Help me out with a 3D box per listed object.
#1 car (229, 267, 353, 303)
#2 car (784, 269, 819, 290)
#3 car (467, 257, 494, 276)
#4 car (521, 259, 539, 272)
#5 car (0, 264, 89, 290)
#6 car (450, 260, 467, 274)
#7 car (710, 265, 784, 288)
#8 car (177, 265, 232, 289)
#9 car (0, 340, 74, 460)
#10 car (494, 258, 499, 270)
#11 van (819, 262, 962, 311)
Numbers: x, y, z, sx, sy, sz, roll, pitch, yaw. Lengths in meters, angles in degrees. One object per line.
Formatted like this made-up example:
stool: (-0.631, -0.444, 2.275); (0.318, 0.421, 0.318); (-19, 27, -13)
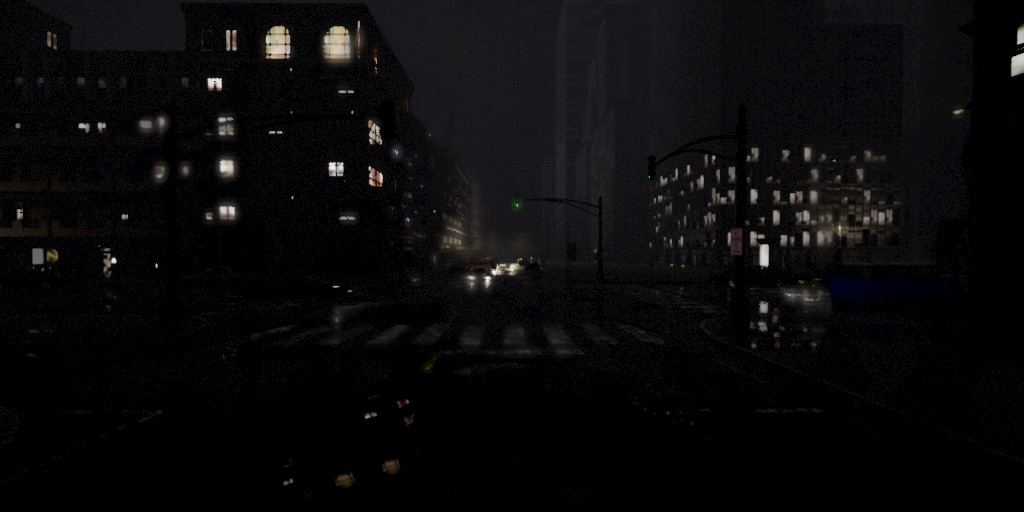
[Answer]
car: (-9.743, 1.323, 16.363); (4.674, 1.442, 1.812); (0, 1, 0)
car: (17.839, 1.243, 19.600); (4.181, 1.385, 1.994); (0, 1, 0)
car: (-3.213, 1.216, 37.443); (1.882, 1.535, 5.008); (0, 0, 0)
car: (2.507, 1.282, 45.881); (1.888, 1.381, 4.507); (0, 0, 0)
car: (-28.848, 1.186, 21.967); (4.097, 1.591, 1.967); (0, 0, 0)
car: (-5.821, 1.283, 40.146); (1.888, 1.381, 4.507); (0, 0, 0)
car: (14.607, 1.212, 22.186); (4.313, 1.339, 1.948); (0, 0, 0)
car: (-17.951, 1.243, 22.022); (4.829, 1.417, 1.751); (0, 0, 0)
car: (-5.691, 1.300, 2.080); (2.007, 1.370, 4.403); (0, 0, 0)
car: (-3.261, 1.337, 52.802); (1.895, 1.301, 4.718); (0, 0, 0)
van: (14.649, 1.115, 13.806); (3.998, 1.789, 1.690); (0, 0, 0)
